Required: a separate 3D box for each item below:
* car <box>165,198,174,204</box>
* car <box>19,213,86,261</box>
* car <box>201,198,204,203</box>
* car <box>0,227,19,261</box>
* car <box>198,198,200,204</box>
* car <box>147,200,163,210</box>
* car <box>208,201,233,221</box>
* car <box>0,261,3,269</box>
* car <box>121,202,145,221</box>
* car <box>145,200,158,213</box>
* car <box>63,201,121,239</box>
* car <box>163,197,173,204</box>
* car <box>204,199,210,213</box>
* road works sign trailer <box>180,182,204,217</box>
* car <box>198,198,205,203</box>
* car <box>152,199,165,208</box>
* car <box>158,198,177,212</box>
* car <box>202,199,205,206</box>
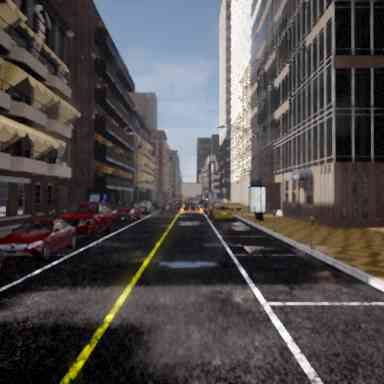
[{"bbox_3d":[-5.793,2.297,86.069,1.802,1.307,4.206,0,-1,0],"label":"car"},{"bbox_3d":[-5.706,1.683,12.640,1.802,1.307,4.206,0,0,0],"label":"car"},{"bbox_3d":[2.628,1.988,52.189,1.947,1.339,4.313,0,0,0],"label":"car"},{"bbox_3d":[-5.699,1.638,6.992,1.802,1.307,4.206,0,0,0],"label":"car"},{"bbox_3d":[2.594,2.210,80.430,1.887,1.381,4.507,0,-1,0],"label":"car"},{"bbox_3d":[-5.753,1.988,52.179,1.947,1.339,4.313,0,0,0],"label":"car"},{"bbox_3d":[2.654,1.764,29.766,1.752,1.417,4.829,0,0,0],"label":"car"},{"bbox_3d":[-3.100,1.539,1.523,1.812,1.442,4.674,0,0,0],"label":"car"},{"bbox_3d":[-5.726,1.677,29.587,1.967,1.590,4.097,0,0,0],"label":"car"},{"bbox_3d":[-5.740,1.879,40.882,2.008,1.369,4.403,0,0,0],"label":"car"},{"bbox_3d":[-5.713,1.461,18.291,2.192,1.841,5.009,0,0,0],"label":"car"},{"bbox_3d":[-5.786,2.106,80.421,1.967,1.590,4.097,0,0,0],"label":"car"},{"bbox_3d":[2.648,1.722,35.244,1.967,1.590,4.097,0,0,0],"label":"car"},{"bbox_3d":[-0.042,0.748,35.408,2.380,3.560,2.880,0,0,0],"label":"road works sign trailer"},{"bbox_3d":[2.580,2.316,91.727,2.008,1.369,4.403,0,-1,0],"label":"car"},{"bbox_3d":[-5.760,1.994,57.658,1.752,1.417,4.829,0,0,0],"label":"car"},{"bbox_3d":[-3.141,1.858,45.604,2.128,1.511,4.902,0,0,0],"label":"car"},{"bbox_3d":[2.641,1.879,40.893,2.008,1.369,4.403,0,0,0],"label":"car"}]
